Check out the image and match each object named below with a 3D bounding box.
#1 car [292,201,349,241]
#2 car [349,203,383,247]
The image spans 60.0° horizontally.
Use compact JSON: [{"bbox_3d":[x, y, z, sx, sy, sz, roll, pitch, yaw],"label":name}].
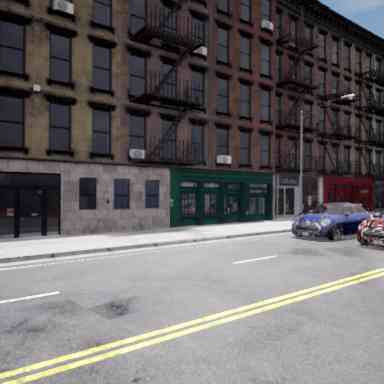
[{"bbox_3d":[7.080,1.352,16.682,4.553,1.767,2.097,0,0,-35],"label":"car"},{"bbox_3d":[8.964,1.352,14.034,4.553,1.767,2.097,0,0,-35],"label":"car"}]
